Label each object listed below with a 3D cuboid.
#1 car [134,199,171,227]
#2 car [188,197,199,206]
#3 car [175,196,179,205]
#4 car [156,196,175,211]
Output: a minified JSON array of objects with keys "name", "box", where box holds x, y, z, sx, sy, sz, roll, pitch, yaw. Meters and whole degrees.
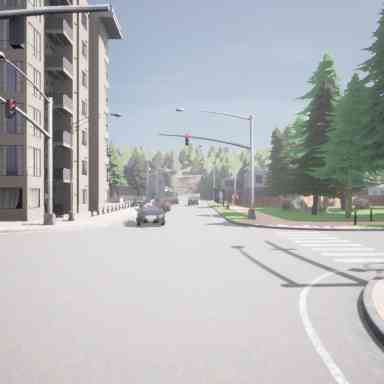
[{"name":"car","box":[-2.923,1.492,22.886,2.128,1.511,4.902,0,0,-9]},{"name":"car","box":[0.196,1.547,55.737,2.033,1.411,5.357,0,0,0]},{"name":"car","box":[-3.311,1.478,58.508,1.882,1.535,5.008,0,0,1]},{"name":"car","box":[-3.464,1.356,38.032,2.097,1.767,4.553,0,0,0]}]
